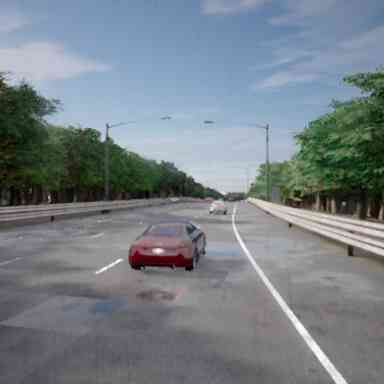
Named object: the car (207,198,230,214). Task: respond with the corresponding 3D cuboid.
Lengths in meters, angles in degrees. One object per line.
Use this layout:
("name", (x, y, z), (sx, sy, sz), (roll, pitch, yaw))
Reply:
("car", (3.126, 1.762, 38.947), (1.812, 1.442, 4.674), (0, 0, 8))

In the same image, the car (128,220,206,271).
("car", (-0.664, 1.633, 11.282), (1.994, 1.385, 4.181), (0, 0, 8))
